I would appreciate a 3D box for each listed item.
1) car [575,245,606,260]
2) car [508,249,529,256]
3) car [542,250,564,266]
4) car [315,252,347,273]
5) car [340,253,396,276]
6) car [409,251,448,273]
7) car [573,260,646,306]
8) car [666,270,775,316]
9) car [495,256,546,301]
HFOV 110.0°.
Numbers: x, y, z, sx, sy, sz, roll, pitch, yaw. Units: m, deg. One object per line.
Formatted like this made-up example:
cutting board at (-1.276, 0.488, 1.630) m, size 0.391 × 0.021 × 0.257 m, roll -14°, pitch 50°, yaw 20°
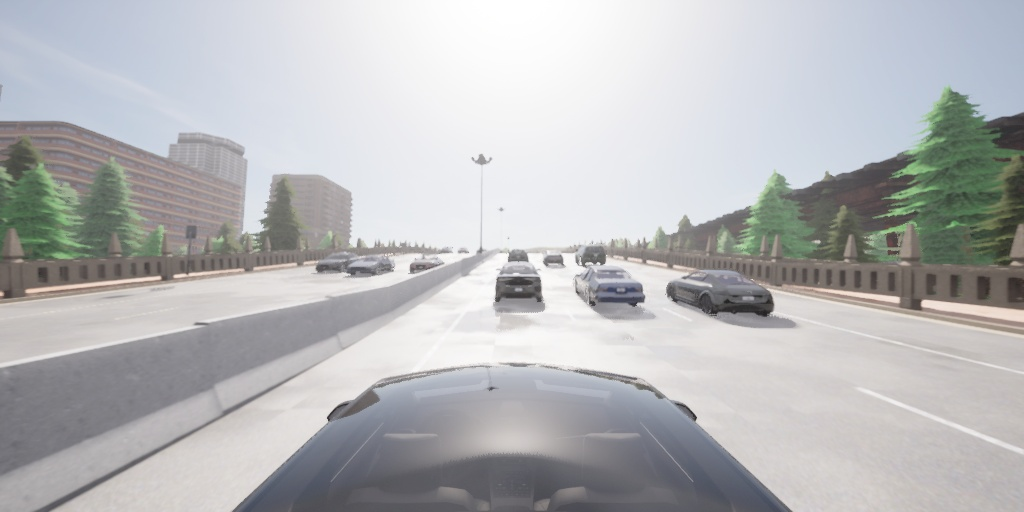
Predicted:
car at (7.598, -0.048, 35.023) m, size 2.150 × 2.045 × 5.566 m, roll 0°, pitch 2°, yaw 0°
car at (0.624, 0.030, 36.310) m, size 2.097 × 1.767 × 4.553 m, roll 0°, pitch 2°, yaw 1°
car at (4.124, 0.172, 36.280) m, size 2.128 × 1.511 × 4.902 m, roll 0°, pitch 2°, yaw 1°
car at (-13.694, 0.498, 28.617) m, size 1.837 × 1.490 × 4.892 m, roll 0°, pitch 3°, yaw 1°
car at (-10.229, 0.627, 26.519) m, size 2.033 × 1.411 × 5.357 m, roll 0°, pitch 2°, yaw 1°
car at (-6.697, 0.565, 28.421) m, size 1.994 × 1.385 × 4.181 m, roll 0°, pitch 2°, yaw 1°
car at (3.772, 1.107, 14.737) m, size 2.033 × 1.411 × 5.357 m, roll 0°, pitch 2°, yaw 1°
car at (7.237, 1.189, 12.915) m, size 1.994 × 1.385 × 4.181 m, roll 0°, pitch 2°, yaw 1°
car at (0.292, 0.991, 15.868) m, size 1.882 × 1.535 × 5.008 m, roll 0°, pitch 3°, yaw 1°
